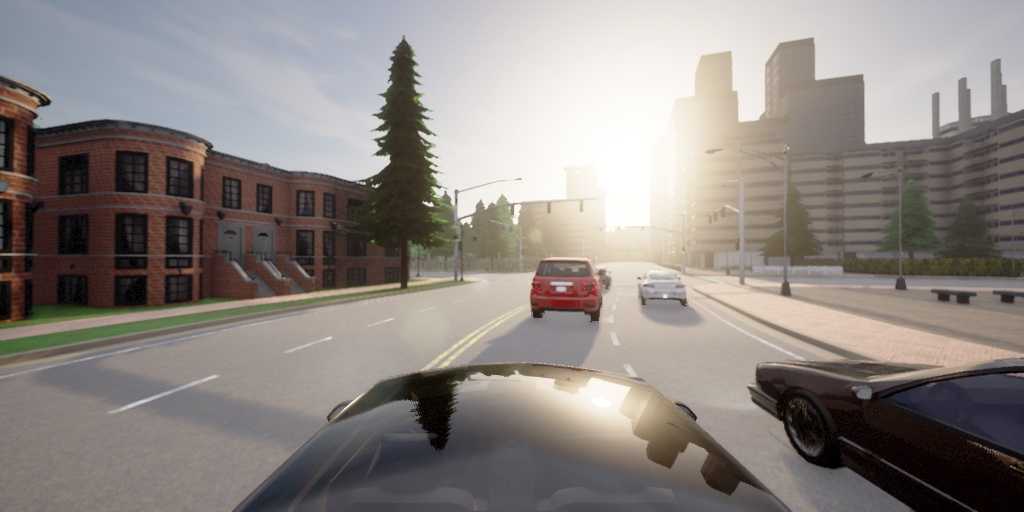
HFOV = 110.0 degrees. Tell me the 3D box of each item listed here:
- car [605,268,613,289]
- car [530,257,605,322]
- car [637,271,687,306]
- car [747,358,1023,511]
[{"bbox_3d":[6.052,1.487,25.573,1.812,1.442,4.674,0,-1,18],"label":"car"},{"bbox_3d":[2.147,1.074,13.083,2.150,2.045,5.566,0,0,15],"label":"car"},{"bbox_3d":[6.939,1.415,16.831,1.812,1.442,4.674,0,-1,17],"label":"car"},{"bbox_3d":[3.719,1.303,1.835,2.033,1.411,5.357,0,0,1],"label":"car"}]
